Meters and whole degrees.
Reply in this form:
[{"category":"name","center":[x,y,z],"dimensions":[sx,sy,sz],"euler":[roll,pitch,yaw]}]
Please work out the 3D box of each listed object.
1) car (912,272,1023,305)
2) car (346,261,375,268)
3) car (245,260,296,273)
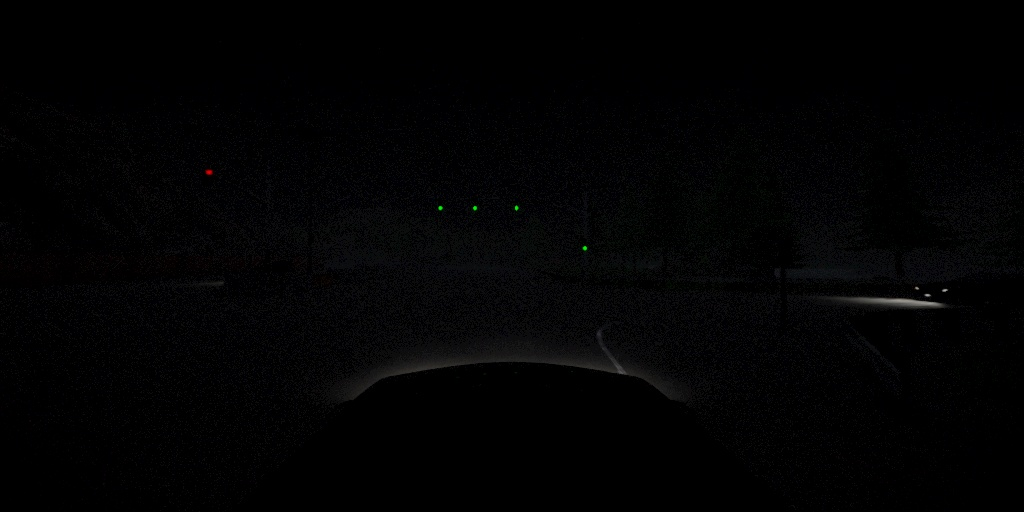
[{"category":"car","center":[22.057,1.440,16.279],"dimensions":[5.357,1.411,2.033],"euler":[0,-1,11]},{"category":"car","center":[-24.597,1.878,58.270],"dimensions":[2.033,1.411,5.357],"euler":[0,0,-3]},{"category":"car","center":[-24.515,1.461,36.560],"dimensions":[2.150,2.045,5.566],"euler":[0,0,0]}]
